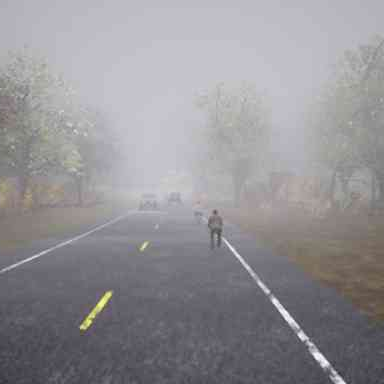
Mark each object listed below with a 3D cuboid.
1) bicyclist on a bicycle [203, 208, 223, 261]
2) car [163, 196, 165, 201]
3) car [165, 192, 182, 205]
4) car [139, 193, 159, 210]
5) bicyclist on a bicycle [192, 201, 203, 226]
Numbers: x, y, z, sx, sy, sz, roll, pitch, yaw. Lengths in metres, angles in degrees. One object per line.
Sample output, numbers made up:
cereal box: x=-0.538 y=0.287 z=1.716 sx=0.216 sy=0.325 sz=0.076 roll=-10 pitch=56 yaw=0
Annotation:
bicyclist on a bicycle: x=0.797 y=1.428 z=11.192 sx=0.582 sy=1.620 sz=1.656 roll=0 pitch=0 yaw=-1
car: x=-5.284 y=1.227 z=73.615 sx=1.882 sy=1.535 sz=5.008 roll=0 pitch=0 yaw=-8
car: x=-2.927 y=1.050 z=55.284 sx=2.150 sy=2.045 sz=5.566 roll=0 pitch=0 yaw=-6
car: x=-5.289 y=1.118 z=40.912 sx=2.150 sy=2.045 sz=5.566 roll=0 pitch=0 yaw=-5
bicyclist on a bicycle: x=0.428 y=1.389 z=21.479 sx=0.866 sy=1.612 sz=1.509 roll=0 pitch=0 yaw=-2
